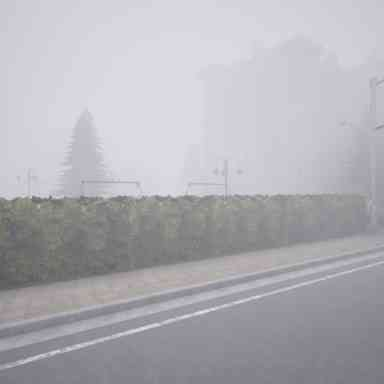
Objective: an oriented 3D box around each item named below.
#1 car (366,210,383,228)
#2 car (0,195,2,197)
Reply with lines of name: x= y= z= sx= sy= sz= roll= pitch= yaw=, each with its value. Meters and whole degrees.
car: x=13.249 y=1.534 z=19.809 sx=2.033 sy=1.411 sz=5.357 roll=0 pitch=0 yaw=-41
car: x=-40.266 y=1.374 z=67.273 sx=3.633 sy=1.501 sz=1.845 roll=0 pitch=0 yaw=-37
